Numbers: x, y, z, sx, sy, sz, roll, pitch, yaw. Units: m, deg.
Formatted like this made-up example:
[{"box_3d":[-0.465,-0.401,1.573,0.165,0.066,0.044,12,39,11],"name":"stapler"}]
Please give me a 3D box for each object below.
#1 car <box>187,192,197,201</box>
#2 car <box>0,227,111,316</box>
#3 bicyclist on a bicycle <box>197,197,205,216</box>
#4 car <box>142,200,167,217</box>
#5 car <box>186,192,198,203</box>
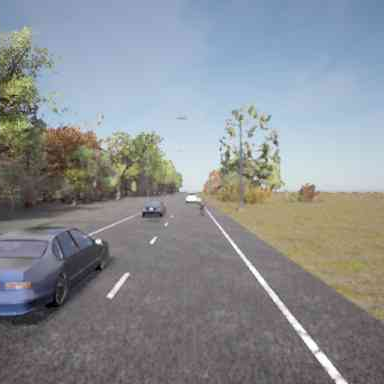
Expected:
[{"box_3d":[-0.024,1.021,77.172,2.150,2.045,5.566,0,0,0],"name":"car"},{"box_3d":[-3.404,1.526,7.762,2.033,1.411,5.357,0,0,0],"name":"car"},{"box_3d":[0.955,1.372,30.133,0.582,1.620,1.656,0,0,0],"name":"bicyclist on a bicycle"},{"box_3d":[-3.410,1.466,30.400,2.033,1.411,5.357,0,0,0],"name":"car"},{"box_3d":[-0.004,1.056,62.753,2.150,2.045,5.566,0,0,0],"name":"car"}]
